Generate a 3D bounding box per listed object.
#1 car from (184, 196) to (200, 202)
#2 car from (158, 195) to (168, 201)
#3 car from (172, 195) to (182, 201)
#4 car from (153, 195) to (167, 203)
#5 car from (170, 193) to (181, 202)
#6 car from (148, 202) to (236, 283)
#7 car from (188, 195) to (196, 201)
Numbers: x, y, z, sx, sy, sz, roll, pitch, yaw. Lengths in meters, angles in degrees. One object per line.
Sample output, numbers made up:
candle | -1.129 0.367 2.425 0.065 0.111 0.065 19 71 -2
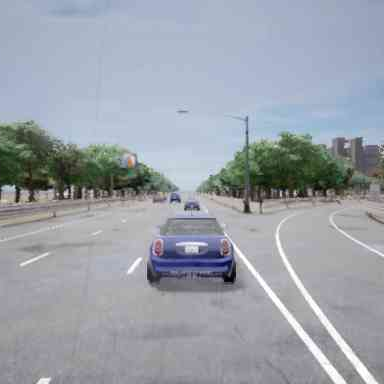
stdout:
car | -0.013 1.532 41.396 1.812 1.442 4.674 0 0 0
car | -7.023 1.402 80.286 1.882 1.535 5.008 0 0 0
car | -3.523 1.449 80.288 2.128 1.511 4.902 0 0 0
car | -7.019 1.417 70.251 2.097 1.767 4.553 0 0 0
car | -3.520 1.285 69.896 2.150 2.045 5.566 0 0 0
car | -0.006 1.352 9.799 2.097 1.767 4.553 0 0 0
car | -0.023 1.495 80.704 1.994 1.385 4.181 0 0 0
